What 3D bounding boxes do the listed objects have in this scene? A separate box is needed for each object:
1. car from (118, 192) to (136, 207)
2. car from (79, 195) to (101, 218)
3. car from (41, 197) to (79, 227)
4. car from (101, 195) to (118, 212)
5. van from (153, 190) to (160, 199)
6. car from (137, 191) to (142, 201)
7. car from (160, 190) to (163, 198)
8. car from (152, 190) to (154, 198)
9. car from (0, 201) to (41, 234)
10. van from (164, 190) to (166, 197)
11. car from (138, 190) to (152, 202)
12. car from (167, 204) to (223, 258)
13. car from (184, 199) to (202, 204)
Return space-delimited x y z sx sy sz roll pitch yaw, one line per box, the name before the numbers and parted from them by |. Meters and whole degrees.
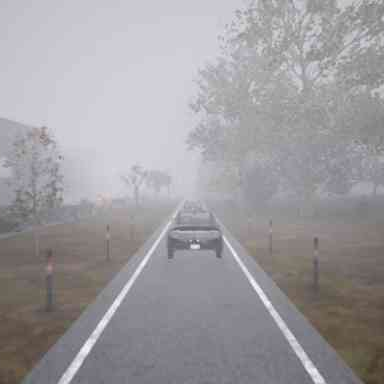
car | -9.022 1.028 42.249 2.097 1.535 5.008 0 0 2
car | -9.004 1.158 25.615 2.097 1.535 5.008 0 0 2
car | -8.998 1.198 20.059 2.231 1.521 4.892 0 1 2
car | -9.019 1.097 31.996 1.946 1.575 5.366 0 0 2
van | -9.063 0.606 75.395 1.878 1.987 4.442 0 1 2
car | -9.029 0.978 47.796 2.097 1.535 5.008 0 0 2
car | -9.064 0.777 81.081 2.231 1.521 4.892 0 -1 -2
car | -9.046 0.933 64.426 2.002 1.452 4.674 0 0 0
car | -8.992 1.216 14.518 2.097 1.535 5.008 0 0 2
van | -9.078 0.482 93.103 1.878 1.987 4.442 0 -1 -2
car | -9.038 0.695 57.679 2.435 2.045 5.566 0 0 1
car | 0.097 1.427 12.534 2.128 1.511 4.902 0 0 0
car | 0.104 1.349 35.116 1.895 1.301 4.718 0 1 0
